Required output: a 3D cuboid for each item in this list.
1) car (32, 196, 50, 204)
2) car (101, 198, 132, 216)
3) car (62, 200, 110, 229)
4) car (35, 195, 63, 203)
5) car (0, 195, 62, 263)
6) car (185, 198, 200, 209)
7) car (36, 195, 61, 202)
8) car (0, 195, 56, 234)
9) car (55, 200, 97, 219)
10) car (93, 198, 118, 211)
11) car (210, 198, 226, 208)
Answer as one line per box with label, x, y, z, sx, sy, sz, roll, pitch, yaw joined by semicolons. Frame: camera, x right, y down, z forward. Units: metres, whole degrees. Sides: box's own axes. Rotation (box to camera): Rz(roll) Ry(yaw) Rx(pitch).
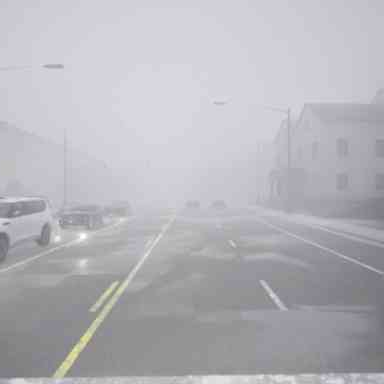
car;-28.156;1.458;61.995;2.038;1.542;4.974;0;0;-36
car;-7.076;1.479;32.244;1.882;1.535;5.008;0;0;0
car;-7.091;1.505;21.856;1.837;1.490;4.892;0;0;0
car;-28.943;1.458;67.362;2.038;1.542;4.974;0;0;29
car;-7.096;1.221;12.304;2.150;2.045;5.566;0;0;0
car;0.086;1.492;44.386;2.128;1.511;4.902;0;0;0
car;-28.968;1.301;67.317;1.853;1.218;4.536;0;0;29
car;-10.592;1.222;20.532;2.150;2.045;5.566;0;0;0
car;-10.584;1.549;30.778;2.033;1.411;5.357;0;0;0
car;-10.528;1.528;40.860;1.812;1.442;4.674;0;0;1
car;3.619;1.526;46.684;1.812;1.442;4.674;0;0;0
